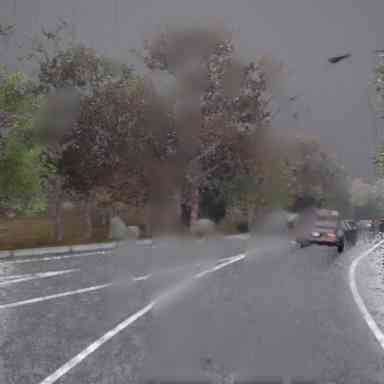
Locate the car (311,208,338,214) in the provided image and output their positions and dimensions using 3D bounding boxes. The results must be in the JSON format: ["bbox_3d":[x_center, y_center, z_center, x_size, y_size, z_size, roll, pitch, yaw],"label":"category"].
[{"bbox_3d":[11.428,2.424,29.156,2.150,2.045,5.566,1,-4,35],"label":"car"}]

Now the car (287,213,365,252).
[{"bbox_3d":[6.530,1.910,15.777,2.033,1.411,5.357,1,-2,35],"label":"car"}]

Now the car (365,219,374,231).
[{"bbox_3d":[25.425,4.825,48.913,2.097,1.767,4.553,1,-5,36],"label":"car"}]

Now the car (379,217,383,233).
[{"bbox_3d":[25.909,4.343,43.492,2.150,2.045,5.566,1,-5,35],"label":"car"}]

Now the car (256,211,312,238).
[{"bbox_3d":[5.751,2.025,21.143,1.837,1.490,4.892,1,-3,36],"label":"car"}]
